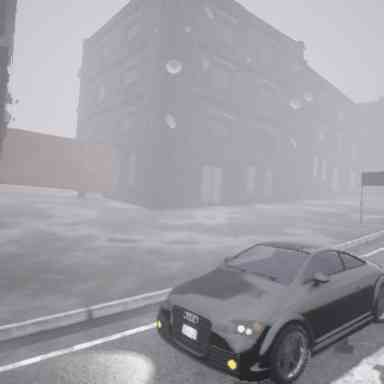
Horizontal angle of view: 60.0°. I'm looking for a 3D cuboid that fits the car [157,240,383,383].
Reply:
[{"bbox_3d":[1.522,1.544,5.417,4.181,1.385,1.994,-1,0,-39],"label":"car"}]
